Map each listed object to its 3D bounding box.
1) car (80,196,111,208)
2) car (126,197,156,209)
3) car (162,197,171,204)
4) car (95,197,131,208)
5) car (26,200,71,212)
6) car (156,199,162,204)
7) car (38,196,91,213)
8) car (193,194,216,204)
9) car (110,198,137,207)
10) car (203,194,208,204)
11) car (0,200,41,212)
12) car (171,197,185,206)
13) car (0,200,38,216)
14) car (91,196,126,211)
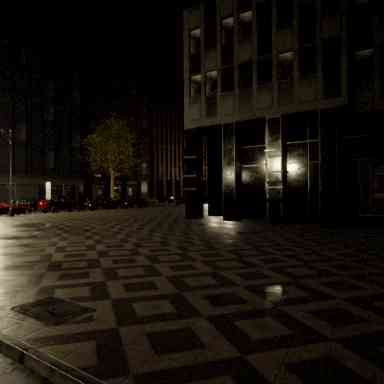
[{"bbox_3d":[-14.301,1.486,49.306,1.967,1.590,4.097,-1,0,35],"label":"car"},{"bbox_3d":[-7.297,1.510,44.445,1.947,1.339,4.313,-1,0,35],"label":"car"},{"bbox_3d":[-4.660,1.576,63.211,1.947,1.339,4.313,-1,0,35],"label":"car"},{"bbox_3d":[-11.480,1.502,48.519,2.128,1.511,4.902,-1,0,35],"label":"car"},{"bbox_3d":[-17.233,1.640,40.246,1.895,1.301,4.718,-1,0,35],"label":"car"},{"bbox_3d":[-7.971,1.546,58.435,1.752,1.417,4.829,-1,0,35],"label":"car"},{"bbox_3d":[-13.724,1.291,35.179,2.192,1.841,5.009,-1,0,35],"label":"car"},{"bbox_3d":[2.424,1.285,62.996,2.097,1.767,4.553,-1,0,35],"label":"car"},{"bbox_3d":[-11.086,1.614,53.941,1.802,1.307,4.206,-1,0,35],"label":"car"},{"bbox_3d":[2.339,1.224,58.349,2.192,1.841,5.009,-1,0,35],"label":"car"},{"bbox_3d":[-20.725,1.644,40.038,1.947,1.339,4.313,-1,0,35],"label":"car"},{"bbox_3d":[-0.872,1.464,53.714,1.887,1.381,4.507,-1,0,35],"label":"car"},{"bbox_3d":[-16.934,1.577,30.543,1.802,1.307,4.206,-1,0,35],"label":"car"},{"bbox_3d":[-10.509,1.526,39.812,1.947,1.339,4.313,-1,0,35],"label":"car"}]
